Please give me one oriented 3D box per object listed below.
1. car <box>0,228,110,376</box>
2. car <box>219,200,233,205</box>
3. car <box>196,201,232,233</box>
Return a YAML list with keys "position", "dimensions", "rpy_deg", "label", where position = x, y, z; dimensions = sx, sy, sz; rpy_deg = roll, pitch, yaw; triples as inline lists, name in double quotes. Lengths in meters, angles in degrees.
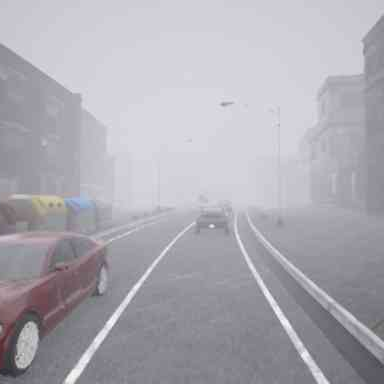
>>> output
- position: [-2.911, 1.482, 5.794]
  dimensions: [1.882, 1.535, 5.008]
  rpy_deg: [0, 0, 2]
  label: "car"
- position: [3.643, 1.632, 37.972]
  dimensions: [2.033, 1.411, 5.357]
  rpy_deg: [0, -1, 8]
  label: "car"
- position: [1.277, 1.528, 19.808]
  dimensions: [1.837, 1.490, 4.892]
  rpy_deg: [0, 0, 6]
  label: "car"
